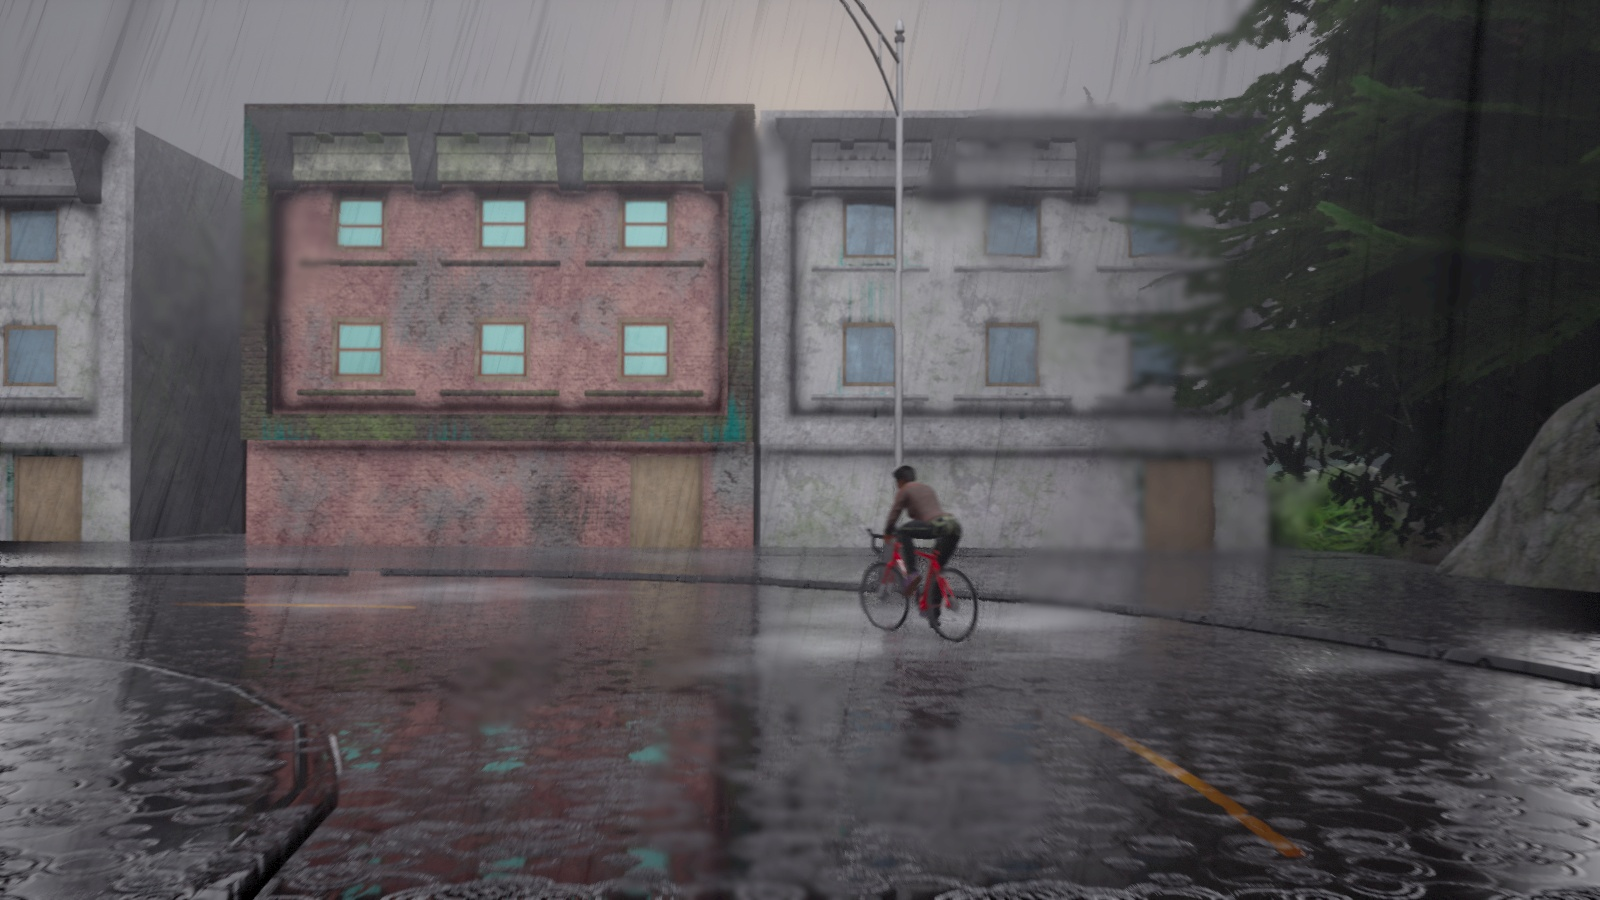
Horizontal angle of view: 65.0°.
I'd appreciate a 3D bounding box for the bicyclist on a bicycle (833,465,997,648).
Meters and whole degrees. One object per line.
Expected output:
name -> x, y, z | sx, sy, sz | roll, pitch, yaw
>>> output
bicyclist on a bicycle -> 1.075, 0.967, 12.061 | 0.582, 1.620, 1.656 | -1, -1, -36
